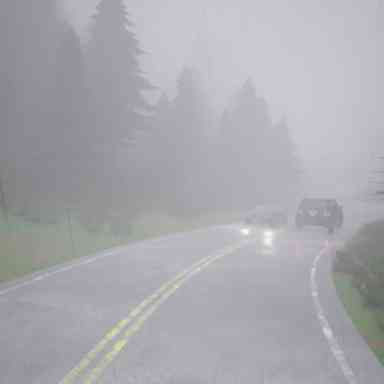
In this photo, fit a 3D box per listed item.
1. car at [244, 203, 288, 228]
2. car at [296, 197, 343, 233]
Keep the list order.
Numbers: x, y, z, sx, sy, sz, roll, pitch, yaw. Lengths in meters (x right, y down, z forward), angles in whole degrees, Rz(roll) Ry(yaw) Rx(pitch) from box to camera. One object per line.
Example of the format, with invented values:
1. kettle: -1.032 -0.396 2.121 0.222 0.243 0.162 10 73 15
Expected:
1. car: 5.154 1.516 22.554 1.812 1.442 4.674 4 1 31
2. car: 8.345 1.397 21.524 2.150 2.045 5.566 4 1 31
